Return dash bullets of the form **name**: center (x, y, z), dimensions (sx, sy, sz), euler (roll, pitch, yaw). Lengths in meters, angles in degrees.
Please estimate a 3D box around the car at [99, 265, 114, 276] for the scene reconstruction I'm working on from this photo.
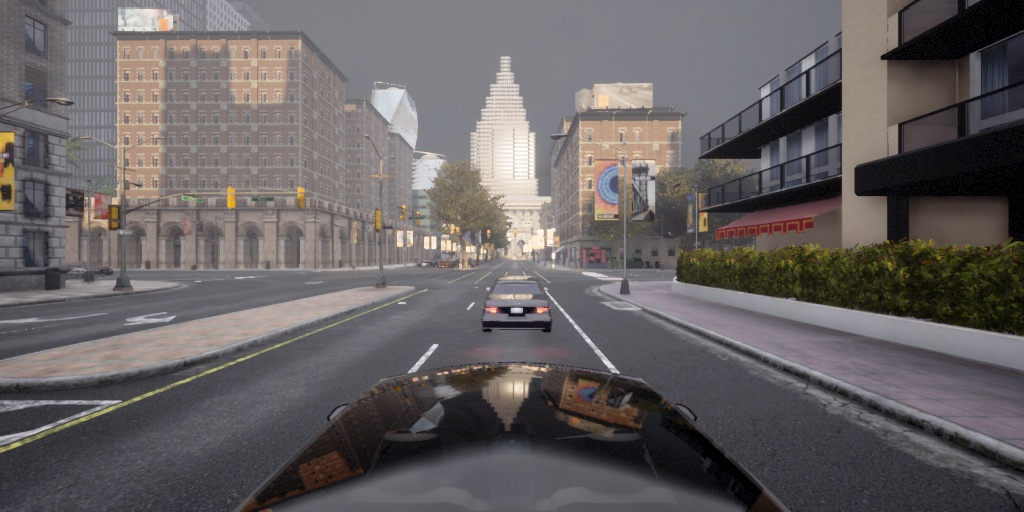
- **car**: center (-41.292, 1.314, 34.640), dimensions (4.181, 1.385, 1.994), euler (0, 0, 0)

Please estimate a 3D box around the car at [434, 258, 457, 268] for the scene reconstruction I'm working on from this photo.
- **car**: center (-11.037, 1.102, 59.708), dimensions (2.097, 1.767, 4.553), euler (0, 0, 1)

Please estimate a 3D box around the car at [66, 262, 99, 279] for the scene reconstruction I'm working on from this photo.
- **car**: center (-39.489, 1.276, 31.130), dimensions (4.674, 1.442, 1.812), euler (0, 0, 0)

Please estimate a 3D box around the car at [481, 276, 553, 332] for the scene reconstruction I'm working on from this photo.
- **car**: center (0.148, 1.297, 10.776), dimensions (2.033, 1.411, 5.357), euler (0, 0, 1)

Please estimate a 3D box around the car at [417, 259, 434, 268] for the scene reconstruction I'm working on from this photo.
- **car**: center (-14.506, 1.241, 61.595), dimensions (2.128, 1.511, 4.902), euler (0, 0, 1)
